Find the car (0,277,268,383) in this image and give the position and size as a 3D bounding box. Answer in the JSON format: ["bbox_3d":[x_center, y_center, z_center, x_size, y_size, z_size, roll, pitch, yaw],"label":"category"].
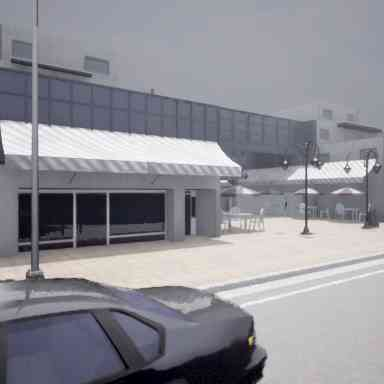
[{"bbox_3d":[-1.766,1.547,2.660,5.357,1.411,2.033,0,0,-35],"label":"car"}]
